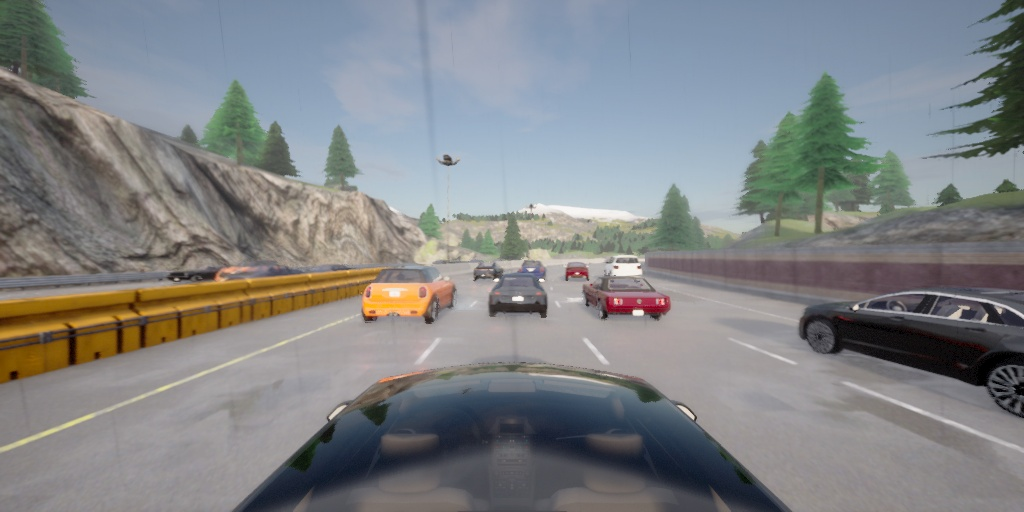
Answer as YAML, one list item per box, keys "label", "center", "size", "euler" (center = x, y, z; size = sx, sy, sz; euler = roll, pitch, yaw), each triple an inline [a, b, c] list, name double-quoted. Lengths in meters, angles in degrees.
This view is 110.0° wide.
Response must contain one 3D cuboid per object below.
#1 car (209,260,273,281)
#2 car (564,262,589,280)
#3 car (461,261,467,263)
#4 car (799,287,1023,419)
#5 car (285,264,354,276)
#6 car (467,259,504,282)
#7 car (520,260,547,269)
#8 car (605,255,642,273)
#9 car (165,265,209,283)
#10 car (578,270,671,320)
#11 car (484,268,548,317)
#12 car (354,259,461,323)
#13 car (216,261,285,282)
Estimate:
- label: "car"
  center: [-19.834, 1.099, 27.416]
  size: [2.097, 1.767, 4.553]
  euler: [0, 0, 8]
- label: "car"
  center: [5.540, 1.225, 30.724]
  size: [1.882, 1.535, 5.008]
  euler: [0, 0, 9]
- label: "car"
  center: [-6.914, 1.291, 64.862]
  size: [2.033, 1.411, 5.357]
  euler: [0, 0, 21]
- label: "car"
  center: [7.106, 1.241, 5.752]
  size: [2.128, 1.511, 4.902]
  euler: [0, 0, 0]
- label: "car"
  center: [-13.068, 1.295, 25.514]
  size: [2.033, 1.411, 5.357]
  euler: [0, 0, 6]
- label: "car"
  center: [-1.794, 1.239, 29.064]
  size: [2.128, 1.511, 4.902]
  euler: [0, 0, 8]
- label: "car"
  center: [1.721, 1.100, 28.813]
  size: [2.097, 1.767, 4.553]
  euler: [0, 0, 8]
- label: "car"
  center: [8.644, 0.969, 28.137]
  size: [2.150, 2.045, 5.566]
  euler: [0, 0, 9]
- label: "car"
  center: [-23.383, 1.348, 27.476]
  size: [1.895, 1.301, 4.718]
  euler: [0, 0, 7]
- label: "car"
  center: [3.719, 1.350, 12.584]
  size: [1.895, 1.301, 4.718]
  euler: [0, 0, 2]
- label: "car"
  center: [0.264, 1.313, 13.228]
  size: [1.994, 1.385, 4.181]
  euler: [0, 0, 2]
- label: "car"
  center: [-3.271, 1.101, 12.331]
  size: [2.097, 1.767, 4.553]
  euler: [0, 0, 2]
- label: "car"
  center: [-16.687, 1.295, 24.534]
  size: [2.033, 1.411, 5.357]
  euler: [0, 0, 6]
